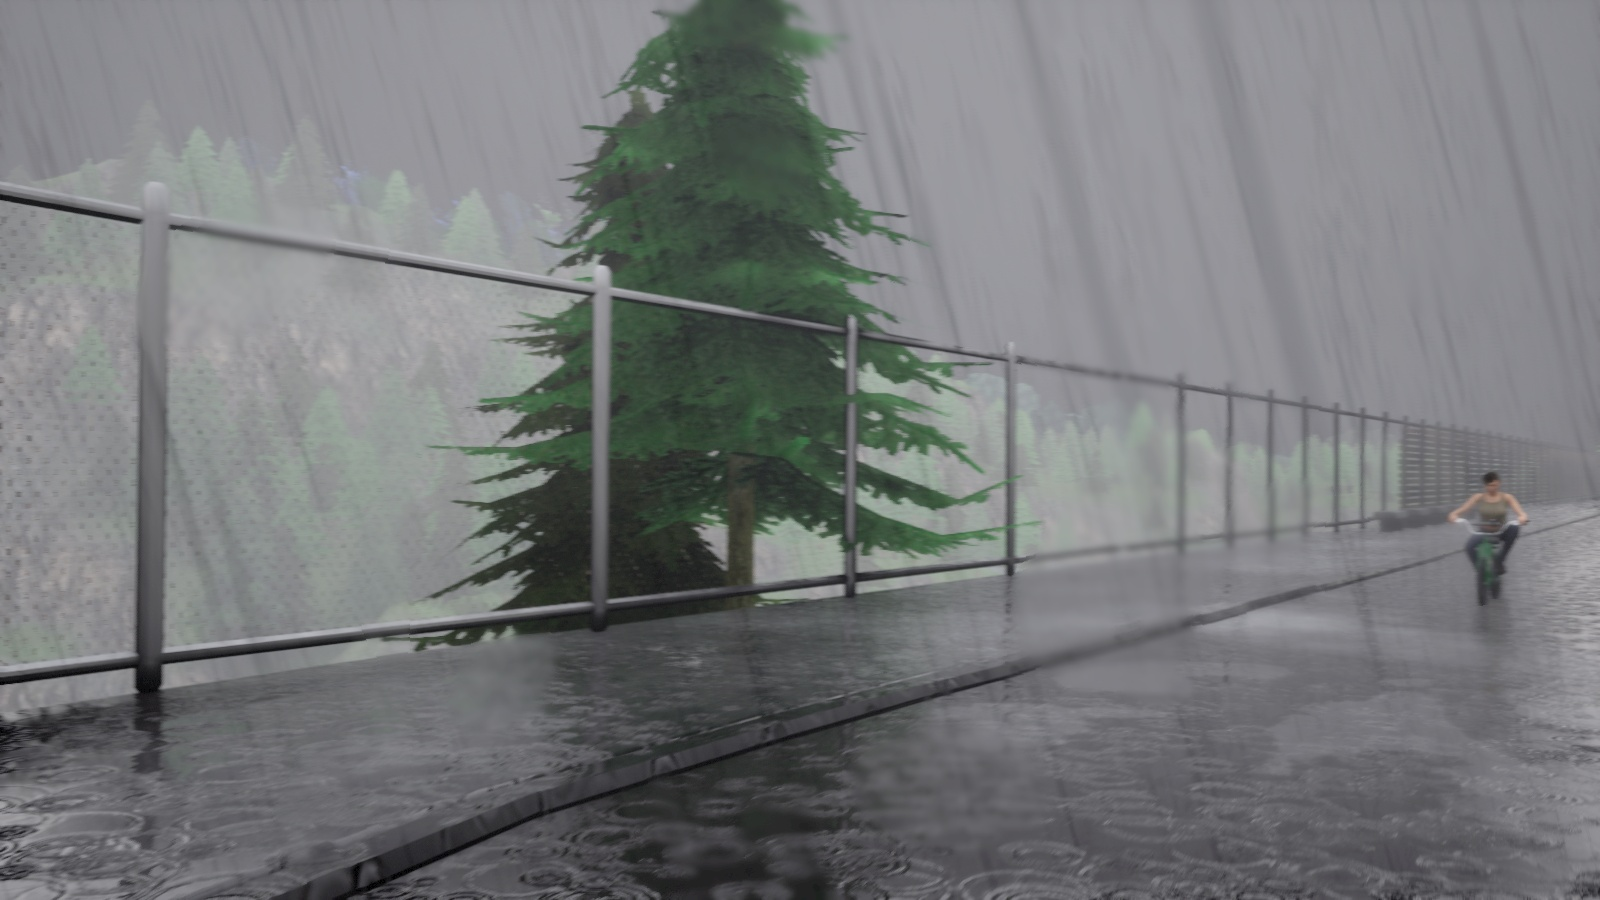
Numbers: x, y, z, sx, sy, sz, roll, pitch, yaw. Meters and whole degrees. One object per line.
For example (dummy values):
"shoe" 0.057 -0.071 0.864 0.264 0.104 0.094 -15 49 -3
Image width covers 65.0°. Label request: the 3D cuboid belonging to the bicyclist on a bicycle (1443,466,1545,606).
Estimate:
"bicyclist on a bicycle" 8.469 1.000 15.297 0.866 1.612 1.509 -1 -1 37
